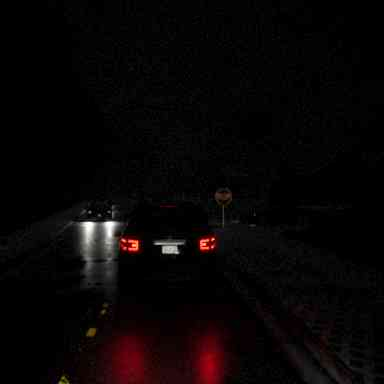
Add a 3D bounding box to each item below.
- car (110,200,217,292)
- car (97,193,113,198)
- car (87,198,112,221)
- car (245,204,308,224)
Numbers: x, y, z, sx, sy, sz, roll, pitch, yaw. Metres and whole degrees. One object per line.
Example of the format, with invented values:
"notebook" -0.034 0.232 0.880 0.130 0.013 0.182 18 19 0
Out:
"car" -0.749 1.218 9.185 2.150 2.045 5.566 0 0 -7
"car" -10.693 1.281 40.186 1.882 1.535 5.008 1 0 -14
"car" -7.206 1.419 26.125 1.812 1.442 4.674 1 0 -14
"car" 6.567 1.676 25.693 5.008 1.535 1.882 1 -3 -12
